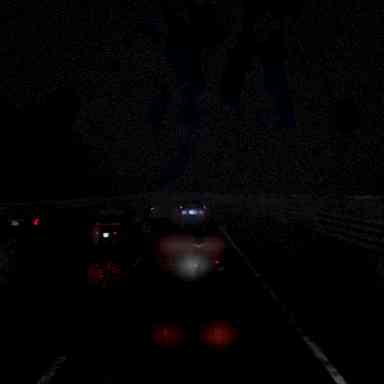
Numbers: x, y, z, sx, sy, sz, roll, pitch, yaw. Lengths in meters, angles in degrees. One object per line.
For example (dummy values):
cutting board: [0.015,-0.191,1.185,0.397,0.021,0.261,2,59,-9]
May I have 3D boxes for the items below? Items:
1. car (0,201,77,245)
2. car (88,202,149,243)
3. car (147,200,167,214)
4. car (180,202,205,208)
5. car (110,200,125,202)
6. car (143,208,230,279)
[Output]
car: [-6.921,1.280,15.182,2.097,1.767,4.553,0,0,0]
car: [-3.416,1.443,15.638,1.837,1.490,4.892,0,0,0]
car: [-3.419,1.451,31.311,1.994,1.385,4.181,0,0,0]
car: [0.062,1.451,25.786,2.033,1.411,5.357,0,0,0]
car: [-6.923,1.422,31.152,1.994,1.385,4.181,0,0,0]
car: [0.052,1.450,9.921,2.128,1.511,4.902,0,0,1]
